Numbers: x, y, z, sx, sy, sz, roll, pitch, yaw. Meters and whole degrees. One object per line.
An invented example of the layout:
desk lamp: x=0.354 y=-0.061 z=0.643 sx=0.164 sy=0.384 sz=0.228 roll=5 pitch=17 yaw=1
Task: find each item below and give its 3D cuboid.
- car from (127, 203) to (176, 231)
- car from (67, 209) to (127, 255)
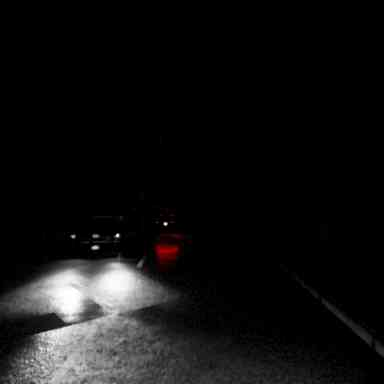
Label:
car: x=-2.660 y=1.417 z=19.979 sx=1.837 sy=1.490 sz=4.892 roll=3 pitch=-1 yaw=-31
car: x=-3.718 y=1.548 z=13.351 sx=1.895 sy=1.301 sz=4.718 roll=0 pitch=0 yaw=-13
